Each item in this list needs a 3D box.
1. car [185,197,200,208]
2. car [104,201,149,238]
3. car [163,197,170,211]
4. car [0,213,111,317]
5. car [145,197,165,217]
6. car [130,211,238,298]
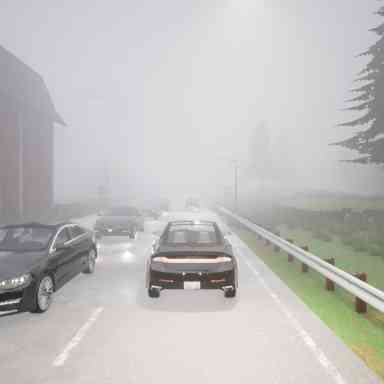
[{"bbox_3d":[0.079,1.386,44.155,2.033,1.411,5.357,0,0,0],"label":"car"},{"bbox_3d":[-3.598,1.442,17.092,1.837,1.490,4.892,0,0,0],"label":"car"},{"bbox_3d":[-3.553,1.337,37.845,1.882,1.535,5.008,0,0,0],"label":"car"},{"bbox_3d":[-3.600,1.464,7.621,2.128,1.511,4.902,0,0,0],"label":"car"},{"bbox_3d":[-3.594,1.424,27.357,1.812,1.442,4.674,0,0,0],"label":"car"},{"bbox_3d":[0.001,1.464,8.440,2.128,1.511,4.902,0,0,0],"label":"car"}]
